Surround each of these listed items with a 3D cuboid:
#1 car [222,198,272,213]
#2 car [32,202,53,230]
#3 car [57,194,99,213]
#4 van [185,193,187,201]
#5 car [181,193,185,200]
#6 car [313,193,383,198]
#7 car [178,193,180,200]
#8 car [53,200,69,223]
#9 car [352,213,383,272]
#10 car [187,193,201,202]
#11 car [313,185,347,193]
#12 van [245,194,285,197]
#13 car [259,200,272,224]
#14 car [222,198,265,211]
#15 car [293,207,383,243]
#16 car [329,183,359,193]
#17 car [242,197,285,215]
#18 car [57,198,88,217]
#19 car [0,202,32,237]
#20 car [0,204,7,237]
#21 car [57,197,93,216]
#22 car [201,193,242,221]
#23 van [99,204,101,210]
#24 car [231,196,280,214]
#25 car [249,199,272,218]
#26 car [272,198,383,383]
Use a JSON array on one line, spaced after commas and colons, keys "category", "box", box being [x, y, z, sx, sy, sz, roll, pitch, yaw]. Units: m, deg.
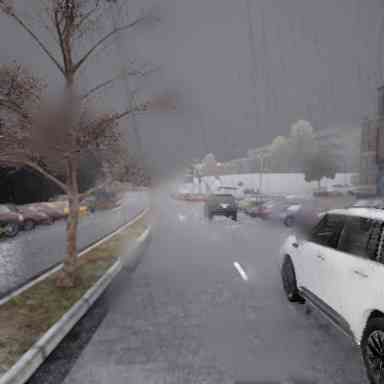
[{"category": "car", "box": [6.148, 1.436, 37.234, 5.366, 1.575, 1.946, 1, 0, -25]}, {"category": "car", "box": [-10.953, 1.540, 19.660, 4.674, 1.452, 2.002, -1, 0, -22]}, {"category": "car", "box": [-11.593, 1.369, 31.498, 4.553, 1.767, 2.185, -1, 0, -24]}, {"category": "van", "box": [1.314, 1.379, 80.833, 4.442, 1.987, 1.878, 0, 0, -29]}, {"category": "car", "box": [0.902, 1.347, 83.843, 5.566, 2.045, 2.435, 1, 0, -30]}, {"category": "car", "box": [7.546, 1.214, 13.164, 5.566, 2.045, 2.435, 1, 0, -22]}, {"category": "car", "box": [-0.437, 1.577, 92.848, 5.366, 1.575, 1.946, 0, 0, -30]}, {"category": "car", "box": [-11.095, 1.539, 22.617, 4.674, 1.452, 2.002, -1, 0, -23]}, {"category": "car", "box": [7.649, 1.469, 10.157, 5.008, 1.535, 2.097, 1, 0, -22]}, {"category": "car", "box": [1.856, 1.487, 77.905, 4.553, 1.767, 2.185, 0, 0, -29]}, {"category": "car", "box": [21.140, 0.152, 52.185, 2.002, 1.452, 4.674, -7, 4, -29]}, {"category": "van", "box": [6.635, 1.220, 31.236, 4.442, 1.987, 1.878, 1, 0, -24]}, {"category": "car", "box": [7.235, 1.496, 22.236, 4.674, 1.452, 2.002, 1, 0, -23]}, {"category": "car", "box": [6.264, 1.473, 40.293, 4.792, 1.488, 2.163, 1, 0, -25]}, {"category": "car", "box": [7.470, 1.502, 16.203, 4.674, 1.452, 2.002, 1, 0, -22]}, {"category": "car", "box": [24.096, -0.428, 52.644, 2.435, 2.045, 5.566, -7, 4, -29]}, {"category": "car", "box": [6.928, 1.451, 28.271, 4.892, 1.521, 2.231, 1, 0, -24]}, {"category": "car", "box": [-11.089, 1.492, 25.652, 5.366, 1.575, 1.946, -1, 0, -23]}, {"category": "car", "box": [-10.807, 1.374, 16.710, 4.553, 1.767, 2.185, -1, 0, -22]}, {"category": "car", "box": [-10.902, 1.501, 13.670, 5.366, 1.575, 1.946, -1, 0, -22]}, {"category": "car", "box": [-11.601, 1.496, 28.457, 5.366, 1.575, 1.946, -1, 0, -23]}, {"category": "car", "box": [2.268, 1.197, 27.381, 2.150, 2.045, 5.566, 0, 0, -3]}, {"category": "van", "box": [-11.731, 1.267, 34.489, 4.442, 1.987, 1.878, -1, 0, -24]}, {"category": "car", "box": [6.567, 1.318, 34.311, 4.553, 1.767, 2.185, 1, 0, -24]}, {"category": "car", "box": [7.080, 1.493, 25.256, 4.674, 1.452, 2.002, 1, 0, -23]}, {"category": "car", "box": [3.042, 1.216, 5.034, 2.150, 2.045, 5.566, 0, 0, -1]}]
